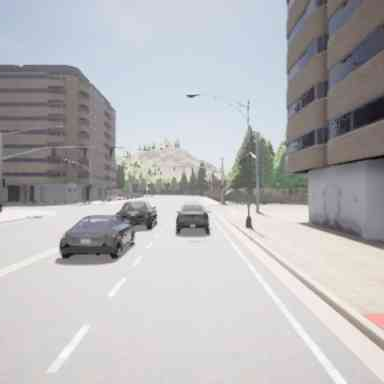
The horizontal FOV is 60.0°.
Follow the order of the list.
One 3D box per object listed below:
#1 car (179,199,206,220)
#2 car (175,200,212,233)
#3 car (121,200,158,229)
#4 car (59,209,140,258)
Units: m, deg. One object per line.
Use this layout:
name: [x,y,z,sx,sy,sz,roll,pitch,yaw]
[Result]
car: [0.007,1.433,28.639,2.128,1.511,4.902,0,0,0]
car: [0.058,1.466,19.280,1.837,1.490,4.892,0,0,0]
car: [-3.394,1.309,21.262,2.097,1.767,4.553,0,0,0]
car: [-3.396,1.538,12.622,1.994,1.385,4.181,0,0,0]
